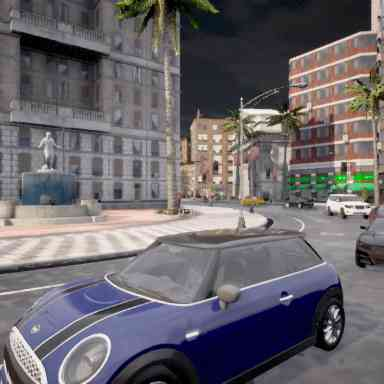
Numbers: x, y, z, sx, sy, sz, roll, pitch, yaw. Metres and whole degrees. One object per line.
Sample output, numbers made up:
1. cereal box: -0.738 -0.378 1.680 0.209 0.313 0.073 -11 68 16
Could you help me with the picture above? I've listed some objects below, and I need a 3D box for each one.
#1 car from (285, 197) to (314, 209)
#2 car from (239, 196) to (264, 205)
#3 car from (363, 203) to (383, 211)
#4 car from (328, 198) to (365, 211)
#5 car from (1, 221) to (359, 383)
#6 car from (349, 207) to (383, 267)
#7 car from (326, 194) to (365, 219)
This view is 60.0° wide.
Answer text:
1. car: 15.034 1.509 46.686 1.837 1.490 4.892 0 0 -17
2. car: 10.143 1.482 57.135 1.882 1.535 5.008 0 0 -35
3. car: 11.642 1.528 19.629 1.812 1.442 4.674 0 0 19
4. car: 19.747 1.530 42.721 1.812 1.442 4.674 0 0 -12
5. car: 0.094 1.352 4.461 4.553 1.767 2.097 0 0 -39
6. car: 6.732 1.479 10.838 1.882 1.535 5.008 0 0 37
7. car: 13.901 1.224 29.869 2.150 2.045 5.566 0 0 4
